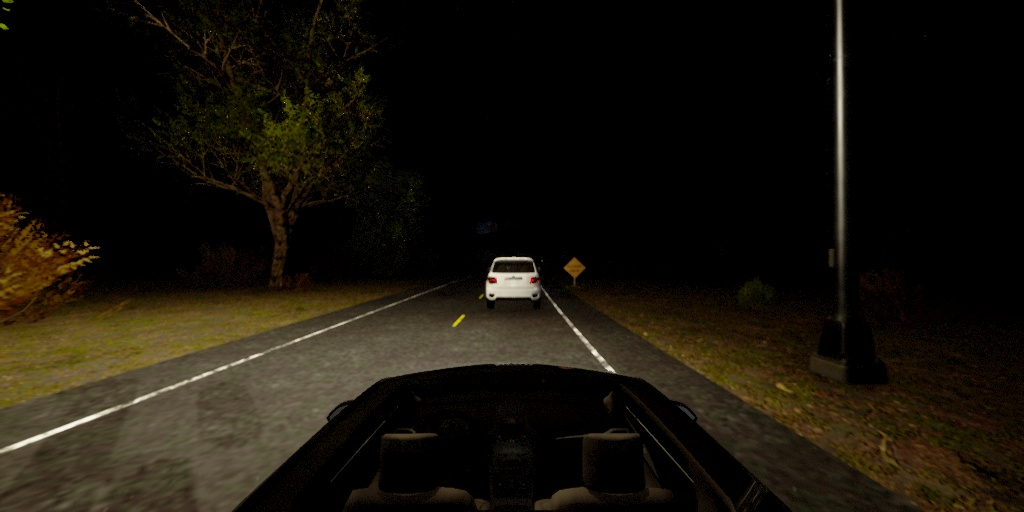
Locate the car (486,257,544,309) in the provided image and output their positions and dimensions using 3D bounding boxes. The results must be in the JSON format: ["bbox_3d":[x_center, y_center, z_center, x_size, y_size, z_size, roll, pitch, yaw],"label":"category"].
[{"bbox_3d":[0.095,1.071,15.820,2.150,2.045,5.566,0,0,1],"label":"car"}]

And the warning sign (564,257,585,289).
[{"bbox_3d":[3.752,0.998,21.397,1.300,1.860,1.060,0,0,1],"label":"warning sign"}]
